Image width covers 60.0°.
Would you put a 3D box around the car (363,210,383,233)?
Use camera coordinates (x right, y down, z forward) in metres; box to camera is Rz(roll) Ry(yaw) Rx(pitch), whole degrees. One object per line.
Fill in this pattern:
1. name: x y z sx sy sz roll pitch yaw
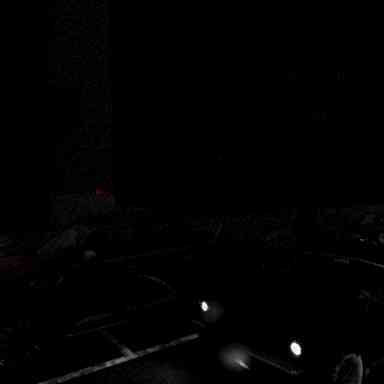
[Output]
1. car: 6.629 1.356 11.394 4.097 1.590 1.967 0 0 -35

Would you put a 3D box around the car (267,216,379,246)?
1. car: 2.653 1.495 8.556 4.507 1.381 1.887 0 0 -35

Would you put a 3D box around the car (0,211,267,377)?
1. car: -1.327 1.300 5.719 5.009 1.841 2.192 0 0 -35

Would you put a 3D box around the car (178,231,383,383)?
1. car: 2.329 1.568 5.009 4.718 1.301 1.895 -1 0 -35
